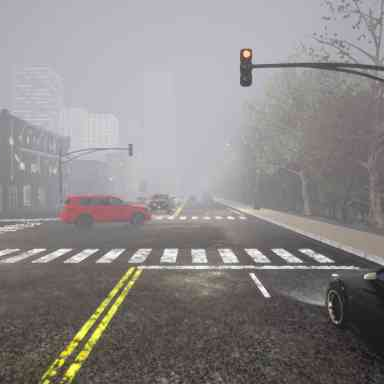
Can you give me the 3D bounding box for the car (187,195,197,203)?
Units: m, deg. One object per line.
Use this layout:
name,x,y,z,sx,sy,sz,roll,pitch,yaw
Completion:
car,0.031,1.463,66.475,2.128,1.511,4.902,0,0,0

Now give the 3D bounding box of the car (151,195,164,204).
car,-6.522,1.450,63.575,1.882,1.535,5.008,0,0,1

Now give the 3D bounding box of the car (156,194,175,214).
car,-3.322,1.208,36.283,2.150,2.045,5.566,0,0,0

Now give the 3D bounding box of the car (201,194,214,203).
car,3.384,1.572,66.911,1.895,1.301,4.718,0,0,0

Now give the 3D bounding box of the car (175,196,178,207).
car,-3.314,1.507,46.273,1.812,1.442,4.674,0,0,0

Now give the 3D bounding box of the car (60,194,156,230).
car,-5.446,1.214,21.208,5.566,2.045,2.150,0,0,-28

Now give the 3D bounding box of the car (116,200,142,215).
car,-6.589,1.588,35.331,1.895,1.301,4.718,0,0,1

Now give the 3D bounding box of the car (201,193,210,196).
car,3.289,1.190,76.891,2.150,2.045,5.566,0,0,0

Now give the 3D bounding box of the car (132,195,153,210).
car,-6.567,1.335,44.242,2.097,1.767,4.553,0,0,0

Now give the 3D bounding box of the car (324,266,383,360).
car,3.351,1.563,4.272,1.994,1.385,4.181,0,0,0

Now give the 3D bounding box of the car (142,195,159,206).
car,-6.562,1.330,53.131,2.097,1.767,4.553,0,0,0

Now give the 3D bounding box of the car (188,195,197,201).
car,0.037,1.337,76.893,2.033,1.411,5.357,0,0,0
